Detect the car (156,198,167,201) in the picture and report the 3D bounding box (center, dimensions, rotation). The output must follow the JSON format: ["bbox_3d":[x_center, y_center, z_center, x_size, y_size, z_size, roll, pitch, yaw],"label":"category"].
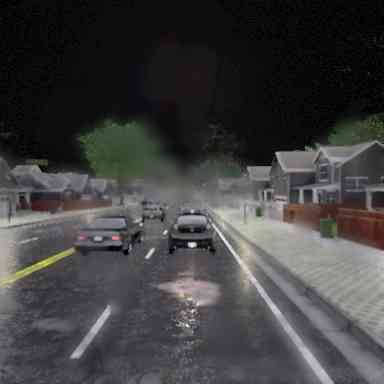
[{"bbox_3d":[-6.458,2.076,71.044,2.097,1.767,4.553,0,0,0],"label":"car"}]

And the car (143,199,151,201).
[{"bbox_3d":[-9.708,2.260,71.014,2.033,1.411,5.357,0,0,0],"label":"car"}]

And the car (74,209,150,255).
[{"bbox_3d":[-3.241,1.682,13.991,2.033,1.411,5.357,0,-1,0],"label":"car"}]

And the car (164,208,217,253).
[{"bbox_3d":[0.012,1.646,14.303,1.837,1.490,4.892,0,0,0],"label":"car"}]

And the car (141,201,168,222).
[{"bbox_3d":[-3.230,1.790,29.308,2.128,1.511,4.902,0,-1,0],"label":"car"}]

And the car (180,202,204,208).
[{"bbox_3d":[0.018,1.646,29.077,2.097,1.767,4.553,0,-1,0],"label":"car"}]
